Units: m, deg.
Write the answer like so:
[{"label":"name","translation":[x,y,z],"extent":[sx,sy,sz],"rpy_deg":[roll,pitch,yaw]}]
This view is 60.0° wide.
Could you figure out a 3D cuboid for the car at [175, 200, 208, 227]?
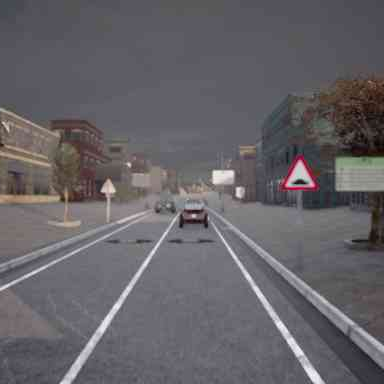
[{"label":"car","translation":[0.117,1.602,23.987],"extent":[2.163,1.488,4.792],"rpy_deg":[0,0,0]}]

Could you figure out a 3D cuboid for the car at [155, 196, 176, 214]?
[{"label":"car","translation":[-3.058,1.461,38.978],"extent":[2.150,2.045,5.566],"rpy_deg":[0,-1,0]}]
